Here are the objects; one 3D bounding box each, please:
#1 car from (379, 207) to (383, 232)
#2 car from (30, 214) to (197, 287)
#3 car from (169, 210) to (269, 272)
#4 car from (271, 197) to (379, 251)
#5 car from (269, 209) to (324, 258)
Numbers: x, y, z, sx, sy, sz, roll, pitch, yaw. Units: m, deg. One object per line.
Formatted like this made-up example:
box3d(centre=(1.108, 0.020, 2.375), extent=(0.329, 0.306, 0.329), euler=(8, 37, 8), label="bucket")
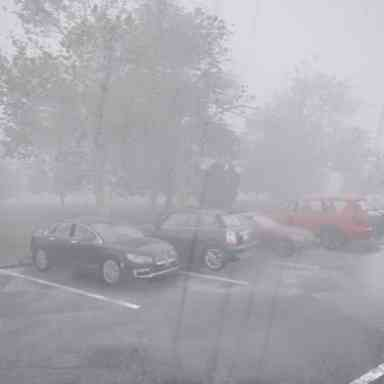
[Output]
box3d(centre=(9.636, 1.552, 17.773), extent=(4.674, 1.452, 2.002), euler=(-1, -1, 36), label="car")
box3d(centre=(-2.596, 1.488, 9.351), extent=(4.892, 1.521, 2.231), euler=(-1, -1, 35), label="car")
box3d(centre=(-0.138, 1.364, 11.026), extent=(4.553, 1.767, 2.185), euler=(-1, -1, 35), label="car")
box3d(centre=(4.697, 1.248, 14.446), extent=(5.566, 2.045, 2.435), euler=(-1, -1, 35), label="car")
box3d(centre=(2.279, 1.534, 12.747), extent=(4.674, 1.452, 2.002), euler=(-1, -1, 35), label="car")
